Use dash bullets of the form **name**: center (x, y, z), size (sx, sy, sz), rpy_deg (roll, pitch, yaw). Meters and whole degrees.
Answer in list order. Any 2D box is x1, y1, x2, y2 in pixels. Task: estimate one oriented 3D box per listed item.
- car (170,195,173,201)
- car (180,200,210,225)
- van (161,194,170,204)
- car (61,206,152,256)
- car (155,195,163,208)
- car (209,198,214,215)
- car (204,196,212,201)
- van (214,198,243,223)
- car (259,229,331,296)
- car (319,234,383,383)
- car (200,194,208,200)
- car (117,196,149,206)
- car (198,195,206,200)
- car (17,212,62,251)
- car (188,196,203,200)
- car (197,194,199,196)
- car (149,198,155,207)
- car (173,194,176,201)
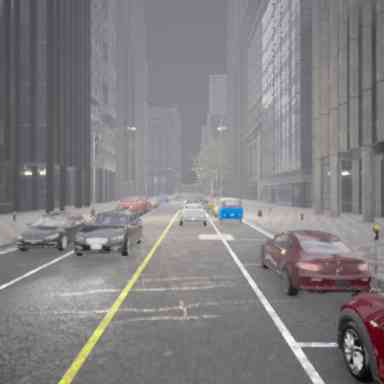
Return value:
- **car**: center (-5.715, 1.595, 70.456), size (1.947, 1.339, 4.313), rpy_deg (0, 0, 0)
- **car**: center (0.084, 1.555, 24.298), size (1.812, 1.442, 4.674), rpy_deg (0, 0, 0)
- **van**: center (-5.710, 1.365, 64.817), size (1.690, 1.788, 3.998), rpy_deg (0, 0, 0)
- **car**: center (-3.080, 1.512, 13.189), size (2.128, 1.511, 4.902), rpy_deg (0, 0, 0)
- **car**: center (-5.700, 1.549, 47.693), size (1.752, 1.417, 4.829), rpy_deg (0, 0, 1)
- **car**: center (2.839, 1.555, 31.140), size (1.752, 1.417, 4.829), rpy_deg (0, 0, 0)
- **car**: center (2.837, 1.551, 42.453), size (1.752, 1.417, 4.829), rpy_deg (0, 0, 1)
- **van**: center (2.842, 1.371, 25.328), size (1.690, 1.788, 3.998), rpy_deg (0, 0, 0)
- **car**: center (2.852, 1.595, 8.409), size (1.802, 1.307, 4.206), rpy_deg (0, 0, 0)
- **car**: center (2.856, 1.445, 2.768), size (1.967, 1.590, 4.097), rpy_deg (0, 0, 0)
- **car**: center (2.818, 1.461, 59.169), size (1.967, 1.590, 4.097), rpy_deg (0, 0, 0)
- **car**: center (-5.687, 1.345, 30.984), size (2.192, 1.841, 5.009), rpy_deg (0, 0, 0)
- **car**: center (2.794, 1.510, 93.005), size (1.967, 1.590, 4.097), rpy_deg (0, 0, 0)
- **car**: center (-5.677, 1.571, 14.065), size (2.008, 1.369, 4.403), rpy_deg (0, 0, 0)
- **car**: center (0.069, 1.588, 45.862), size (1.994, 1.385, 4.181), rpy_deg (0, 0, 0)
- **car**: center (2.806, 1.353, 76.087), size (2.192, 1.841, 5.009), rpy_deg (0, 0, 0)
- **car**: center (-5.691, 1.344, 36.624), size (2.192, 1.841, 5.009), rpy_deg (0, 0, 0)
- **car**: center (-5.723, 1.488, 81.734), size (1.967, 1.590, 4.097), rpy_deg (0, 0, 0)
